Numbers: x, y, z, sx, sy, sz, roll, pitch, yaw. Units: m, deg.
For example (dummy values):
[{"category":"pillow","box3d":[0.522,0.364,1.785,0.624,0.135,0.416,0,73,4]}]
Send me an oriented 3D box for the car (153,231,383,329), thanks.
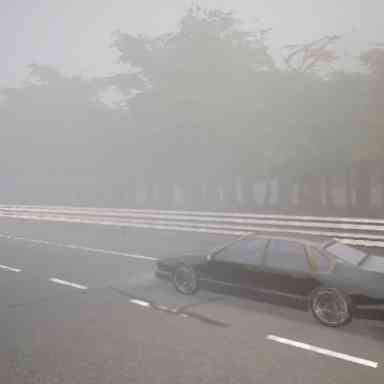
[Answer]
[{"category":"car","box3d":[1.699,1.551,6.959,5.357,1.411,2.033,0,0,36]}]
